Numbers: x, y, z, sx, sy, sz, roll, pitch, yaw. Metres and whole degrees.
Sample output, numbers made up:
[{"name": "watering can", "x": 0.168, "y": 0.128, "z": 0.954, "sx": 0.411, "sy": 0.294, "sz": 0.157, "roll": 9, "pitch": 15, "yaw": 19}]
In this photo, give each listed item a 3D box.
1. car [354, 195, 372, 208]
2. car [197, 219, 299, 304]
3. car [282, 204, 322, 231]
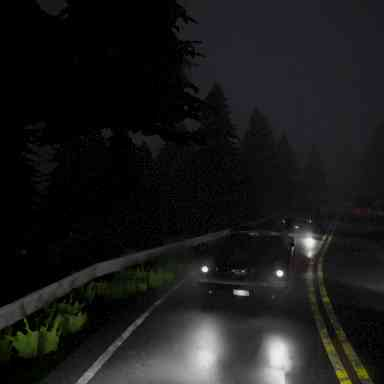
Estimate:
[{"name": "car", "x": 20.711, "y": 1.053, "z": 40.209, "sx": 2.128, "sy": 1.511, "sz": 4.902, "roll": -2, "pitch": 0, "yaw": 28}, {"name": "car", "x": 1.611, "y": 1.598, "z": 8.426, "sx": 1.895, "sy": 1.301, "sz": 4.718, "roll": -1, "pitch": 0, "yaw": 18}, {"name": "car", "x": 6.716, "y": 1.458, "z": 20.057, "sx": 2.033, "sy": 1.411, "sz": 5.357, "roll": -2, "pitch": 0, "yaw": 26}]
